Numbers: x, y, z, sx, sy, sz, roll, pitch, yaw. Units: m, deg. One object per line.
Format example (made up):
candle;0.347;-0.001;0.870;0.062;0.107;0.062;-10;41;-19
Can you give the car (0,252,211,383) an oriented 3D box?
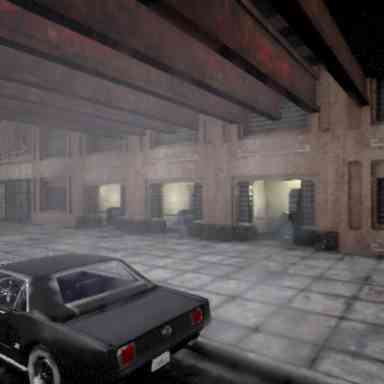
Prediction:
car;-2.175;1.617;5.013;4.718;1.301;1.895;0;0;35
